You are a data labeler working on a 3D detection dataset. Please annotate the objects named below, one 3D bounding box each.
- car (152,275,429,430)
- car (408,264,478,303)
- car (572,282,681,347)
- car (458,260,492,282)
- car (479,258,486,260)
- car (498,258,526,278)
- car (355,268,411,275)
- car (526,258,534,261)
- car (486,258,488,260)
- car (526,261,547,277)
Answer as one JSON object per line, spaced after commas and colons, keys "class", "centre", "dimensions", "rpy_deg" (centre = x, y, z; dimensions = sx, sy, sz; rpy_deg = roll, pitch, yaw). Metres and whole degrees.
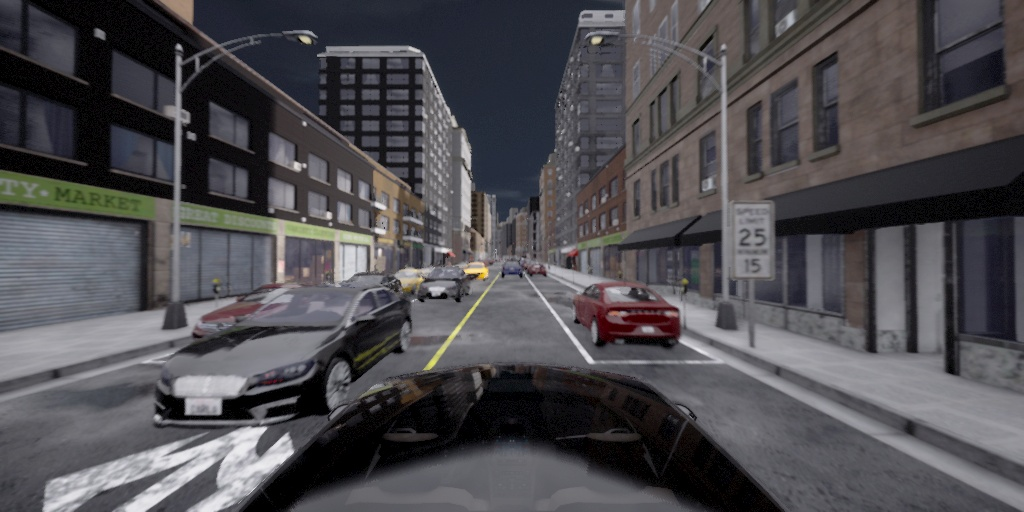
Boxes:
{"class": "car", "centre": [-3.091, 1.256, 6.045], "dimensions": [2.128, 1.511, 4.902], "rpy_deg": [0, 0, 0]}
{"class": "car", "centre": [-3.086, 1.294, 17.114], "dimensions": [2.128, 1.511, 4.902], "rpy_deg": [0, 0, 0]}
{"class": "car", "centre": [2.670, 1.321, 9.283], "dimensions": [1.888, 1.381, 4.507], "rpy_deg": [0, 0, 0]}
{"class": "car", "centre": [-3.069, 1.323, 30.647], "dimensions": [1.882, 1.535, 5.008], "rpy_deg": [0, 0, 0]}
{"class": "car", "centre": [-5.855, 1.452, 59.386], "dimensions": [1.751, 1.417, 4.829], "rpy_deg": [0, 0, 0]}
{"class": "car", "centre": [0.009, 1.214, 36.056], "dimensions": [2.097, 1.767, 4.553], "rpy_deg": [0, 0, 0]}
{"class": "car", "centre": [-5.874, 1.360, 14.869], "dimensions": [1.948, 1.339, 4.313], "rpy_deg": [0, 0, 0]}
{"class": "car", "centre": [2.676, 1.322, 42.798], "dimensions": [1.967, 1.591, 4.097], "rpy_deg": [0, 0, 0]}
{"class": "car", "centre": [-5.853, 1.524, 65.142], "dimensions": [1.802, 1.307, 4.207], "rpy_deg": [0, 0, 0]}
{"class": "car", "centre": [2.675, 1.448, 37.212], "dimensions": [1.802, 1.307, 4.207], "rpy_deg": [0, 0, 0]}
